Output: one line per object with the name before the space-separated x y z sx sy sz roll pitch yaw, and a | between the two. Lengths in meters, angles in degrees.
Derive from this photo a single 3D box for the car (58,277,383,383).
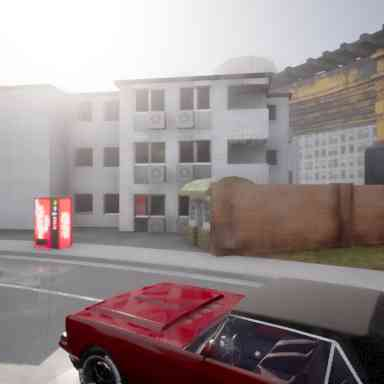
car | 0.813 1.601 3.319 4.718 1.301 1.895 0 0 34

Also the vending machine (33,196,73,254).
vending machine | -5.283 1.195 12.694 0.880 2.100 1.100 0 0 18
